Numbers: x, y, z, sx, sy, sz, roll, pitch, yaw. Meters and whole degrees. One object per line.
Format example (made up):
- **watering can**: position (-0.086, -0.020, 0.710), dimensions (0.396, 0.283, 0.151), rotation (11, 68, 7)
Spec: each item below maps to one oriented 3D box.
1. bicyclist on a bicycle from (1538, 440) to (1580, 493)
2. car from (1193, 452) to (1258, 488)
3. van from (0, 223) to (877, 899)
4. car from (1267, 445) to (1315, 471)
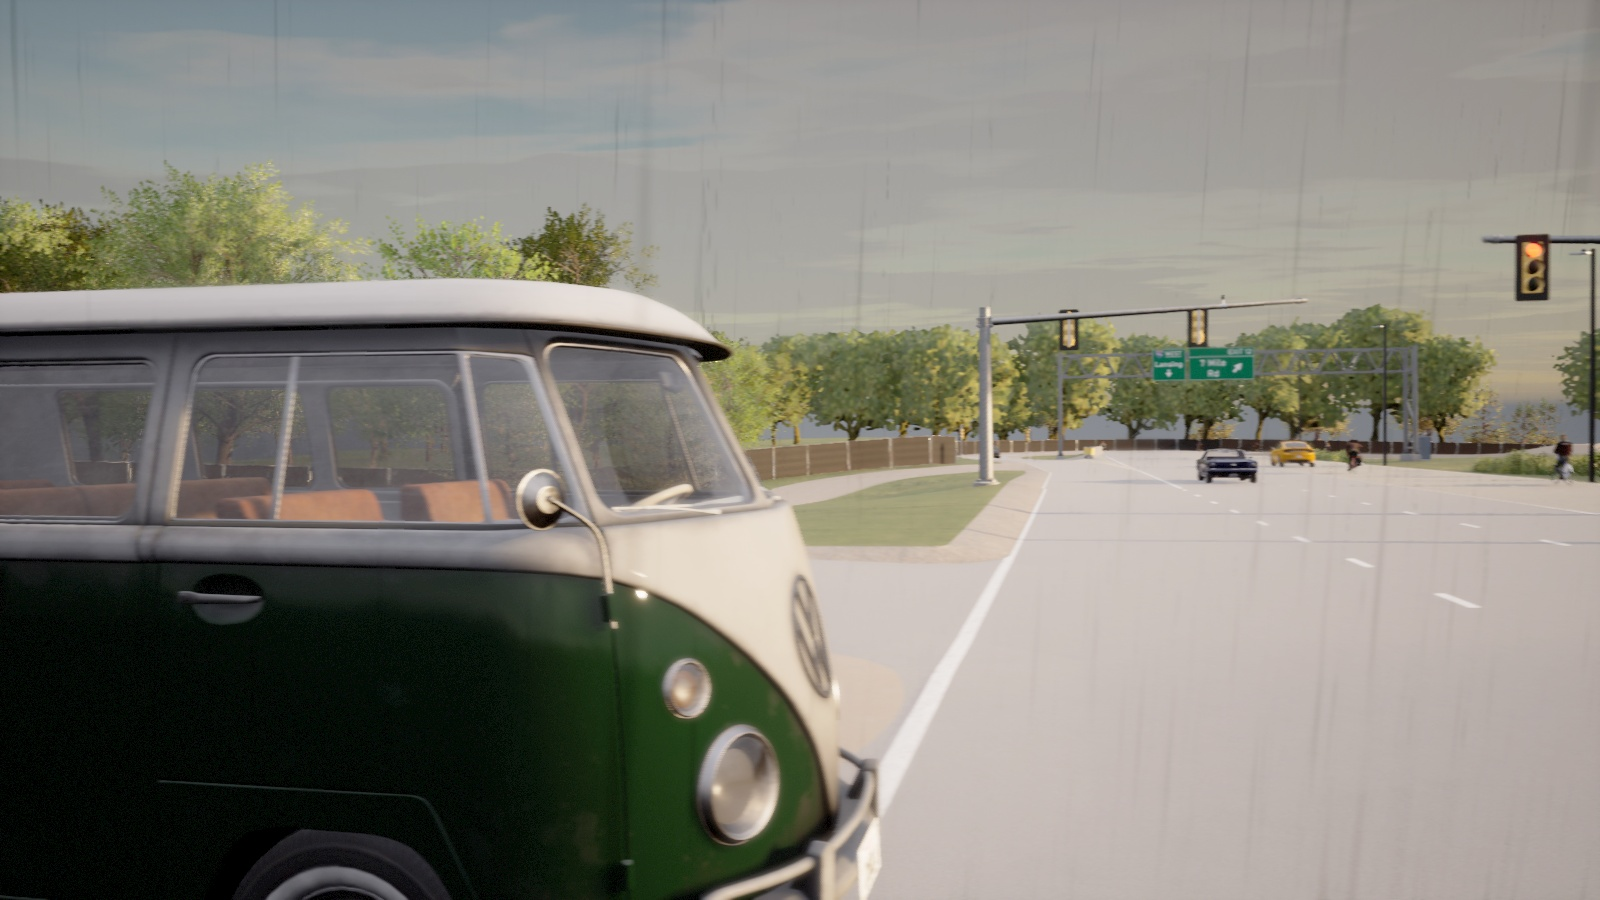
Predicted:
- **bicyclist on a bicycle**: position (26.044, 0.534, 43.115), dimensions (0.659, 1.776, 1.843), rotation (0, 1, 12)
- **car**: position (16.601, 0.731, 49.164), dimensions (1.895, 1.301, 4.718), rotation (0, 0, 12)
- **van**: position (-2.100, 0.512, 3.858), dimensions (4.442, 1.987, 1.775), rotation (0, 1, 12)
- **car**: position (29.335, 0.445, 75.165), dimensions (1.882, 1.535, 5.008), rotation (0, 0, 12)
